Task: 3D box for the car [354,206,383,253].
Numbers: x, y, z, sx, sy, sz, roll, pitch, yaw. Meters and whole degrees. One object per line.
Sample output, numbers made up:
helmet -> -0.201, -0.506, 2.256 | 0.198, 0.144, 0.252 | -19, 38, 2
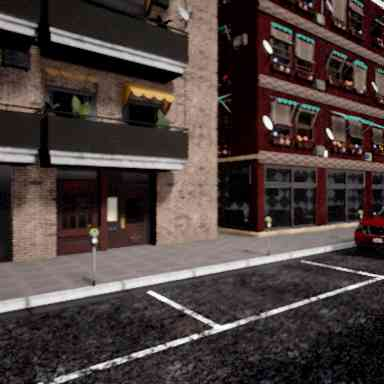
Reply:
car -> 8.118, 1.264, 12.345 | 5.009, 1.841, 2.192 | 0, 0, -35
